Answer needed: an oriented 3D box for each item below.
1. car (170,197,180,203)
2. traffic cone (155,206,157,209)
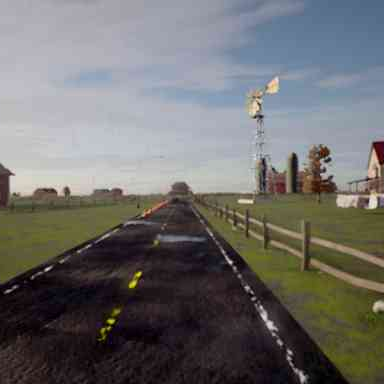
[{"bbox_3d":[-3.585,1.762,72.097,1.994,1.385,4.181,0,0,-2],"label":"car"},{"bbox_3d":[-4.940,2.061,42.219,0.340,0.580,0.340,0,0,-2],"label":"traffic cone"}]
